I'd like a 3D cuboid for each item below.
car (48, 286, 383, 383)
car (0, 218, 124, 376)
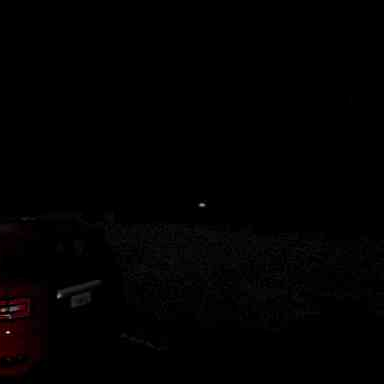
[{"bbox_3d":[1.251,1.566,2.069,4.313,1.339,1.947,0,0,36],"label":"car"},{"bbox_3d":[-3.237,1.352,5.273,5.009,1.841,2.192,0,0,36],"label":"car"}]
